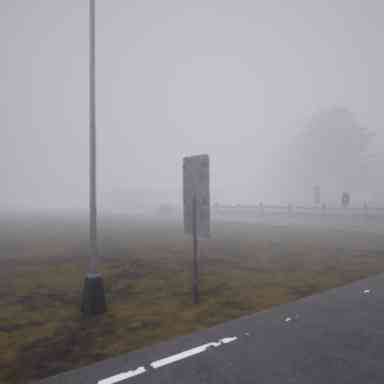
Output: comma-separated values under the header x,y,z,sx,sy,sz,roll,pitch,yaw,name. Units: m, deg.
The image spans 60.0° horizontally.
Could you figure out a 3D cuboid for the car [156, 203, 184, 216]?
x,y,z,sx,sy,sz,roll,pitch,yaw,name
-2.666,2.147,41.276,2.128,1.511,4.902,-1,0,-35,car
